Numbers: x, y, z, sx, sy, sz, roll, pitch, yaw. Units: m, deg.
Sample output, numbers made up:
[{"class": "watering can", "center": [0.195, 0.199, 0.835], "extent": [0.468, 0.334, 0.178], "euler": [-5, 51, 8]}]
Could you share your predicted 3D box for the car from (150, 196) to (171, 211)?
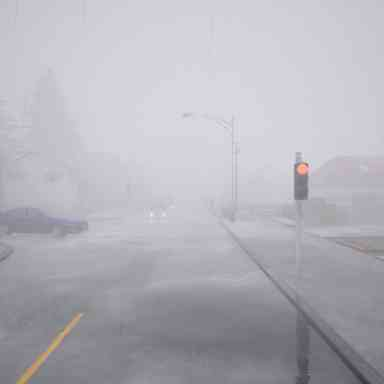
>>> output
[{"class": "car", "center": [-4.093, 1.505, 41.611], "extent": [1.837, 1.490, 4.892], "euler": [0, 0, 0]}]

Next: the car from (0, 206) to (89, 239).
[{"class": "car", "center": [-7.775, 1.477, 17.201], "extent": [5.008, 1.535, 1.882], "euler": [0, -1, 14]}]

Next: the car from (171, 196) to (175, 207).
[{"class": "car", "center": [-4.087, 1.525, 50.822], "extent": [1.812, 1.442, 4.674], "euler": [0, 0, 0]}]
